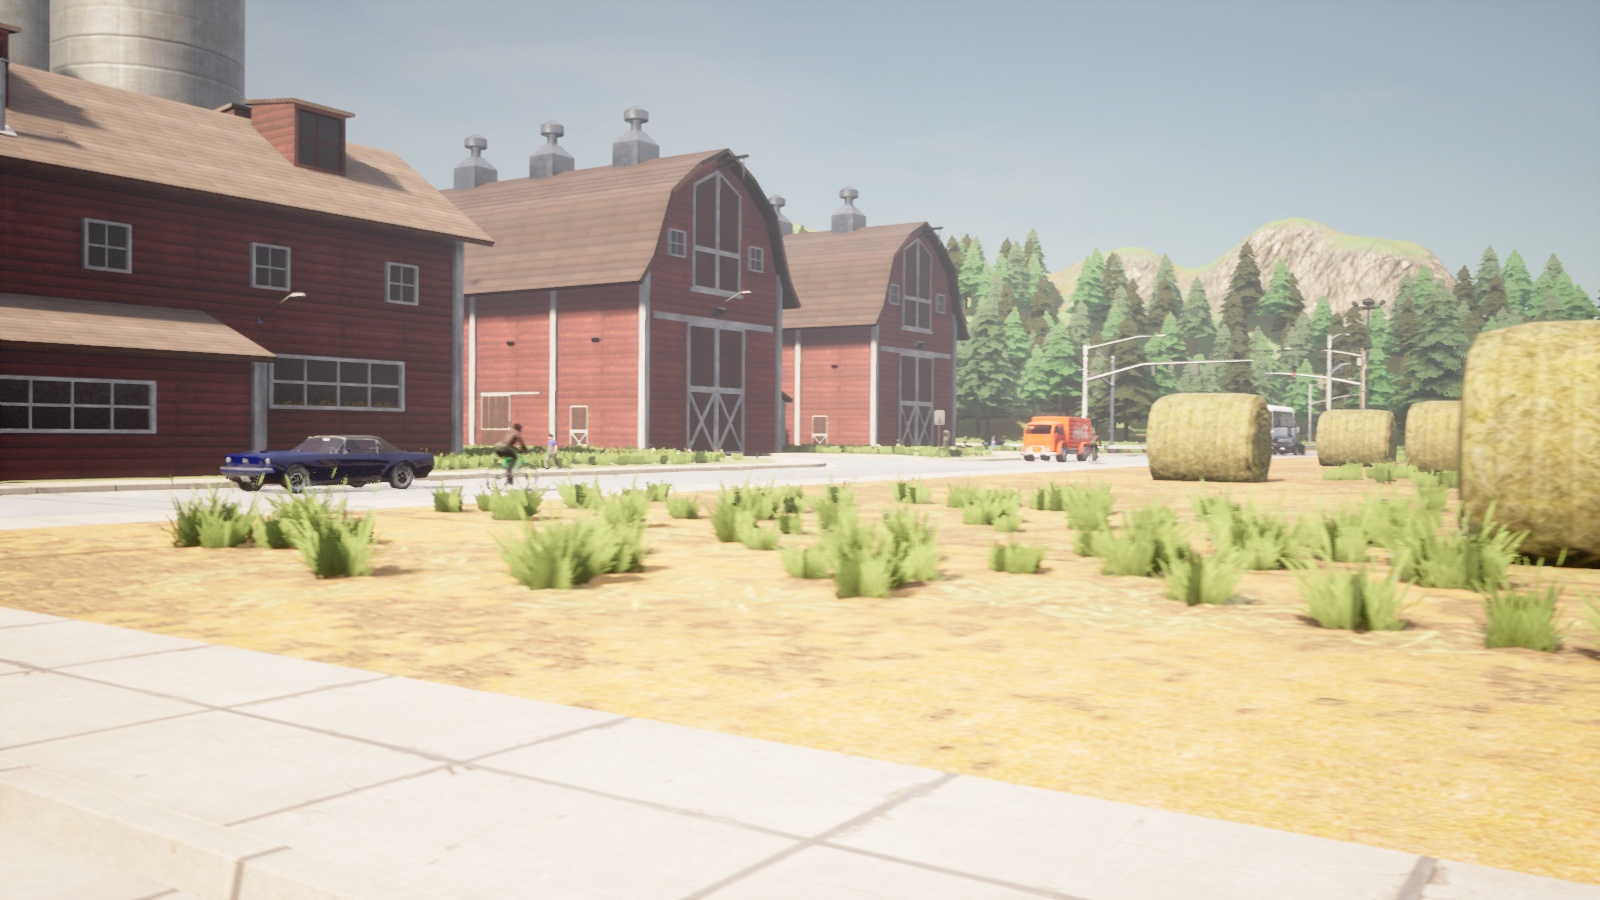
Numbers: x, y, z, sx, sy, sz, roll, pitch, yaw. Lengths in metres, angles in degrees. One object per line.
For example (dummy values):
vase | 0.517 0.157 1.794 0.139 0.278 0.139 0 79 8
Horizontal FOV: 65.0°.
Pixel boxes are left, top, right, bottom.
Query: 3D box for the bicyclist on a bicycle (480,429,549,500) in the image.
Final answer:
bicyclist on a bicycle | -6.709 0.314 29.588 0.582 1.620 1.656 0 1 33

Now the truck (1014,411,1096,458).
truck | 13.852 -0.836 68.046 2.627 2.467 5.204 0 1 33

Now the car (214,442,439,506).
car | -10.969 0.503 29.433 1.895 1.301 4.718 0 1 33

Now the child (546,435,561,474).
child | -8.148 0.152 41.511 0.270 1.263 0.437 0 1 27
